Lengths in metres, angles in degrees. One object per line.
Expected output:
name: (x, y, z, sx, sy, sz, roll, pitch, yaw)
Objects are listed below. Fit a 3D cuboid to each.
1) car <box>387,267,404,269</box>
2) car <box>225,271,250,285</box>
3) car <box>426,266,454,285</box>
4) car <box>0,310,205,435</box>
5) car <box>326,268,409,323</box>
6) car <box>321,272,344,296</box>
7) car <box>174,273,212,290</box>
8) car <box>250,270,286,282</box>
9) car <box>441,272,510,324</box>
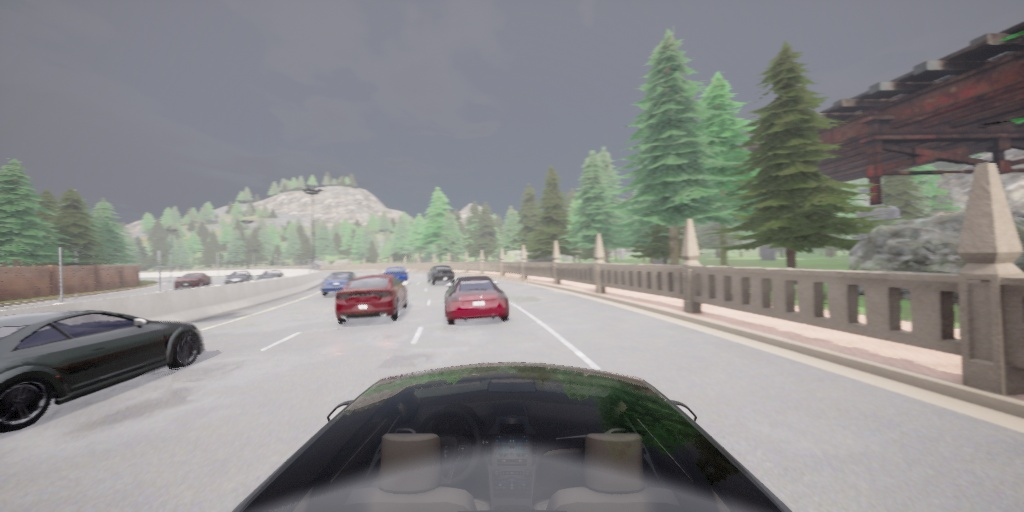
car: (-10.091, 1.651, 31.083, 1.882, 1.535, 5.008, -2, 0, -20)
car: (-28.392, 2.311, 37.484, 2.128, 1.511, 4.902, -2, 0, -28)
car: (-5.952, 1.533, 29.879, 1.837, 1.490, 4.892, -2, 0, -19)
car: (-7.349, 1.576, 5.842, 1.994, 1.385, 4.181, -2, 0, -7)
car: (-5.048, 1.431, 13.436, 1.882, 1.535, 5.008, -2, 0, -11)
car: (-11.136, 1.737, 23.597, 2.033, 1.411, 5.357, -2, 0, -17)
car: (-31.114, 2.383, 35.113, 1.882, 1.535, 5.008, -2, -1, -28)
car: (-23.132, 2.123, 34.596, 2.128, 1.511, 4.902, -2, 0, -25)
car: (-1.330, 1.388, 12.548, 1.994, 1.385, 4.181, -2, 0, -10)
